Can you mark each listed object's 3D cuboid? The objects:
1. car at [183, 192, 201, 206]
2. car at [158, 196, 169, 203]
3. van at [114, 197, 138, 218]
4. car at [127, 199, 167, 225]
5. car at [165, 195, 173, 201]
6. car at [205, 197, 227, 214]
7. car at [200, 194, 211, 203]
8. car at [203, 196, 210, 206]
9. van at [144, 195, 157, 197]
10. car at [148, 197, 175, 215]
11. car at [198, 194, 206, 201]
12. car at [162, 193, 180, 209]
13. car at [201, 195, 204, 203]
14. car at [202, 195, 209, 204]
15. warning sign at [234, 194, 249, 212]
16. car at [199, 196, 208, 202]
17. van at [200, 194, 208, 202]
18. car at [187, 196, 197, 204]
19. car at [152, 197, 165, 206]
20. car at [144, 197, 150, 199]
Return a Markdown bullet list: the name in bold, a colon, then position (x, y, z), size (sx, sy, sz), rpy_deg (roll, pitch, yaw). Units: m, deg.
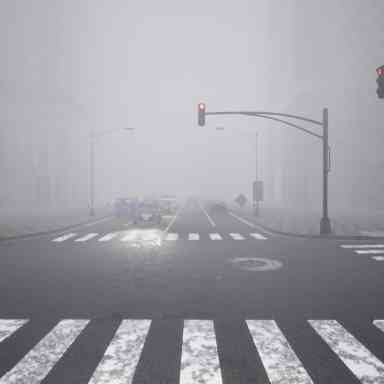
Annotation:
- **car**: position (0.023, 1.375, 55.466), size (2.097, 1.767, 4.553), rpy_deg (0, 0, 0)
- **car**: position (-5.818, 1.583, 68.594), size (2.008, 1.369, 4.403), rpy_deg (0, 0, 0)
- **van**: position (-5.799, 1.347, 29.919), size (1.690, 1.788, 3.998), rpy_deg (0, 0, 0)
- **car**: position (-3.162, 1.495, 24.452), size (2.128, 1.511, 4.902), rpy_deg (0, 0, -3)
- **car**: position (-5.826, 1.571, 84.999), size (1.752, 1.417, 4.829), rpy_deg (0, 0, 0)
- **car**: position (2.754, 1.553, 35.432), size (1.887, 1.381, 4.507), rpy_deg (0, 0, 0)
- **car**: position (2.723, 1.348, 68.584), size (2.192, 1.841, 5.009), rpy_deg (0, 0, 0)
- **car**: position (2.749, 1.557, 40.957), size (1.887, 1.381, 4.507), rpy_deg (0, 0, 0)
- **van**: position (-5.808, 1.357, 46.494), size (1.690, 1.788, 3.998), rpy_deg (0, 0, 0)
- **car**: position (-3.114, 1.534, 34.473), size (1.812, 1.442, 4.674), rpy_deg (0, 0, 0)
- **car**: position (2.704, 1.490, 90.687), size (1.967, 1.590, 4.097), rpy_deg (0, 0, 0)
- **car**: position (-3.121, 1.236, 45.108), size (2.150, 2.045, 5.566), rpy_deg (0, 0, 0)
- **car**: position (2.739, 1.546, 52.178), size (1.752, 1.417, 4.829), rpy_deg (0, 0, 0)
- **car**: position (2.744, 1.561, 46.482), size (1.887, 1.381, 4.507), rpy_deg (0, 0, 0)
- **warning sign**: position (5.049, 1.123, 34.048), size (1.300, 1.860, 1.060), rpy_deg (0, 0, 0)
- **car**: position (2.715, 1.592, 79.635), size (2.008, 1.369, 4.403), rpy_deg (0, 0, 0)
- **van**: position (2.719, 1.378, 74.110), size (1.690, 1.788, 3.998), rpy_deg (0, 0, 0)
- **car**: position (-0.043, 1.556, 65.144), size (1.812, 1.442, 4.674), rpy_deg (0, 0, 0)
- **car**: position (-5.812, 1.606, 57.544), size (1.802, 1.307, 4.206), rpy_deg (0, 0, 0)
- **car**: position (-5.801, 1.553, 35.444), size (1.887, 1.381, 4.507), rpy_deg (0, 0, 0)
